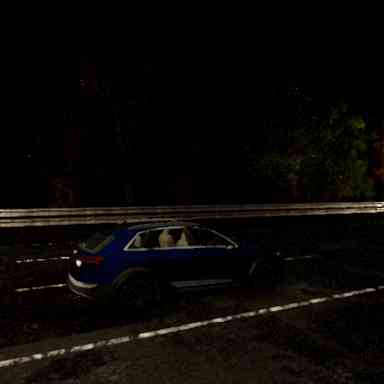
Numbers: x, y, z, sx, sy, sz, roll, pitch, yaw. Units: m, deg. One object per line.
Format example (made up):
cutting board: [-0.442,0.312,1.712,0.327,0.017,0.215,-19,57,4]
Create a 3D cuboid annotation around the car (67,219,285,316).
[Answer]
car: [-0.181,1.424,7.429,4.856,1.649,2.033,0,0,-27]
